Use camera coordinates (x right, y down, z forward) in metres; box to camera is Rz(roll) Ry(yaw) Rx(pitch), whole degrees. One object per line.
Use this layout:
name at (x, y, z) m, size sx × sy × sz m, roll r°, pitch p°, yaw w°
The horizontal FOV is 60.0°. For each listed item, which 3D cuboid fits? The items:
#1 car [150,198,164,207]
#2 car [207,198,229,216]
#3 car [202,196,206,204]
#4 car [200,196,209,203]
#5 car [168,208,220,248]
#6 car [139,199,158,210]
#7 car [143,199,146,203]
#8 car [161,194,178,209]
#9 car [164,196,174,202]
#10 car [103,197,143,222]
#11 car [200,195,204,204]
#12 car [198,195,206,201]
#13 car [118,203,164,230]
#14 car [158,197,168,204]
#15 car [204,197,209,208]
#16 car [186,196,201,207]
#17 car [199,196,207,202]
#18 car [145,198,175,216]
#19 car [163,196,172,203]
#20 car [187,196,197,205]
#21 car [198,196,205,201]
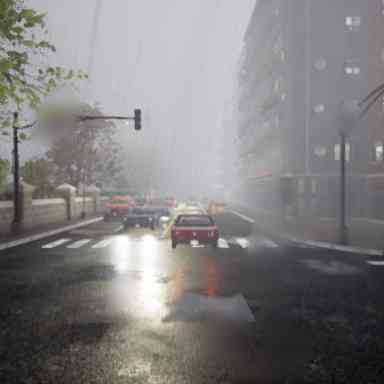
car at (-5.699, 1.662, 54.704) m, size 1.802 × 1.307 × 4.206 m, roll 0°, pitch 0°, yaw 0°
car at (2.684, 1.568, 32.735) m, size 1.752 × 1.417 × 4.829 m, roll 0°, pitch 0°, yaw 0°
car at (2.682, 1.612, 43.636) m, size 2.008 × 1.369 × 4.403 m, roll 0°, pitch 0°, yaw 0°
car at (2.679, 1.657, 71.312) m, size 1.887 × 1.381 × 4.507 m, roll 0°, pitch 0°, yaw 0°
car at (0.099, 1.617, 14.824) m, size 1.895 × 1.301 × 4.718 m, roll 0°, pitch 0°, yaw 0°
car at (-5.698, 1.605, 43.634) m, size 1.887 × 1.381 × 4.507 m, roll 0°, pitch 0°, yaw 0°
car at (-5.698, 1.491, 38.099) m, size 1.967 × 1.590 × 4.097 m, roll 0°, pitch 0°, yaw 0°
car at (-3.074, 1.418, 47.131) m, size 2.097 × 1.767 × 4.553 m, roll 0°, pitch 0°, yaw 0°
car at (-5.703, 1.686, 82.380) m, size 2.008 × 1.369 × 4.403 m, roll 0°, pitch 0°, yaw 0°
car at (-5.697, 1.348, 27.029) m, size 2.192 × 1.841 × 5.009 m, roll 0°, pitch 0°, yaw 0°
car at (2.679, 1.646, 65.777) m, size 1.887 × 1.381 × 4.507 m, roll 0°, pitch 0°, yaw 0°
car at (2.676, 1.588, 87.917) m, size 1.967 × 1.590 × 4.097 m, roll 0°, pitch 0°, yaw 0°
car at (-3.097, 1.626, 21.193) m, size 1.895 × 1.301 × 4.718 m, roll 0°, pitch 0°, yaw 0°
car at (-5.701, 1.683, 65.775) m, size 1.802 × 1.307 × 4.206 m, roll 0°, pitch 0°, yaw 0°
car at (2.683, 1.596, 38.100) m, size 1.887 × 1.381 × 4.507 m, roll 0°, pitch 0°, yaw 0°
car at (-0.005, 1.678, 52.792) m, size 1.895 × 1.301 × 4.718 m, roll 0°, pitch 0°, yaw 0°
car at (2.677, 1.702, 82.382) m, size 1.947 × 1.339 × 4.313 m, roll 0°, pitch 0°, yaw 0°
car at (-3.092, 1.590, 33.367) m, size 2.033 × 1.411 × 5.357 m, roll 0°, pitch 0°, yaw 0°
car at (-5.702, 1.648, 76.675) m, size 1.752 × 1.417 × 4.829 m, roll 0°, pitch 0°, yaw 0°
car at (-0.007, 1.573, 62.766) m, size 1.882 × 1.535 × 5.008 m, roll 0°, pitch 0°, yaw 0°
car at (2.676, 1.726, 93.452) m, size 1.947 × 1.339 × 4.313 m, roll 0°, pitch 0°, yaw 0°
